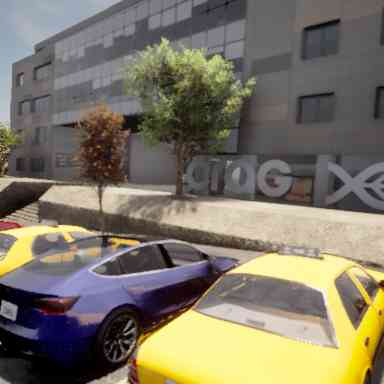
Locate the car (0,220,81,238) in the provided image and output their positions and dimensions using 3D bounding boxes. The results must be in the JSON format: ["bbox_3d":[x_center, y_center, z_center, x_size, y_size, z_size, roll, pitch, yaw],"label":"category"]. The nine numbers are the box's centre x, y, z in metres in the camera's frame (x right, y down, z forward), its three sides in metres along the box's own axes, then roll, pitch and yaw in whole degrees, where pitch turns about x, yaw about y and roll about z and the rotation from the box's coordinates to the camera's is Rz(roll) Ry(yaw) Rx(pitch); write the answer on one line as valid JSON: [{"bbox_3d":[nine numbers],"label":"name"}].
[{"bbox_3d":[-3.029,1.423,7.669,1.946,1.575,5.366,1,0,35],"label":"car"}]

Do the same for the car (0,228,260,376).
[{"bbox_3d":[-0.846,1.478,5.920,2.163,1.488,4.792,1,0,36],"label":"car"}]
